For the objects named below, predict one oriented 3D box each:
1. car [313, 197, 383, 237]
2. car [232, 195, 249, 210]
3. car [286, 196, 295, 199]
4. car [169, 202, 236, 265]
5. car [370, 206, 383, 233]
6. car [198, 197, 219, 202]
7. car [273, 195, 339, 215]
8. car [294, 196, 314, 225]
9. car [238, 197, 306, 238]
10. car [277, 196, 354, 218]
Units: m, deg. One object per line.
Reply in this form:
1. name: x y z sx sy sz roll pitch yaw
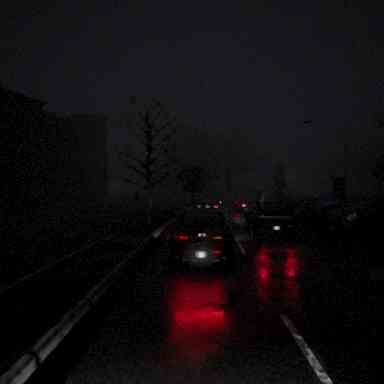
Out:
1. car: 8.559 1.092 15.859 4.553 1.767 2.185 1 1 -16
2. car: 4.884 1.013 32.009 1.812 1.442 4.674 0 1 6
3. car: 8.903 1.172 21.745 4.674 1.452 2.002 1 1 -15
4. car: 0.343 1.304 10.906 1.837 1.490 4.892 0 1 3
5. car: 8.254 1.309 9.957 4.892 1.521 2.231 1 1 -17
6. car: 1.376 1.084 27.156 2.033 1.411 5.357 0 1 5
7. car: 9.416 1.082 27.647 4.792 1.488 2.163 1 1 -14
8. car: 8.694 1.173 18.802 5.008 1.535 2.097 1 1 -16
9. car: 3.613 1.213 16.018 2.128 1.511 4.902 0 1 3
10. car: 9.122 1.091 24.694 4.892 1.521 2.231 1 1 -15
